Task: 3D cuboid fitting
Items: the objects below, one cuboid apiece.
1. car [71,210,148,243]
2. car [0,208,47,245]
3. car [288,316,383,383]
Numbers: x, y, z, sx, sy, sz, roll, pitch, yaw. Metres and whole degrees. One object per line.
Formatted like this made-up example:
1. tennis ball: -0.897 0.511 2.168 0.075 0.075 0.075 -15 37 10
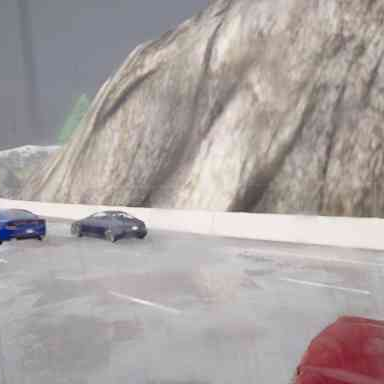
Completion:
1. car: -4.112 1.595 16.305 4.181 1.385 1.994 0 0 40
2. car: -8.718 1.503 15.661 5.008 1.535 1.882 0 0 41
3. car: 2.983 1.608 1.914 4.718 1.301 1.895 0 0 35
